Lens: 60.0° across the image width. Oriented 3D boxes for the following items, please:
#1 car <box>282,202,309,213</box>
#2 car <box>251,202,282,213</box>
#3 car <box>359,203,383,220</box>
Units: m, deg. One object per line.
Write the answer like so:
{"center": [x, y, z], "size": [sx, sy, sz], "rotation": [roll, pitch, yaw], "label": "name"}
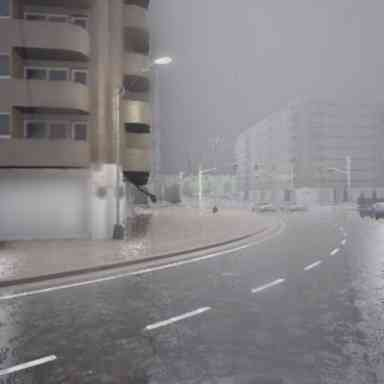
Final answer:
{"center": [12.253, 1.821, 40.113], "size": [1.895, 1.301, 4.718], "rotation": [0, 0, -7], "label": "car"}
{"center": [8.720, 1.843, 40.243], "size": [1.895, 1.301, 4.718], "rotation": [0, 0, -7], "label": "car"}
{"center": [16.204, 1.641, 28.842], "size": [1.812, 1.442, 4.674], "rotation": [0, 0, 6], "label": "car"}
